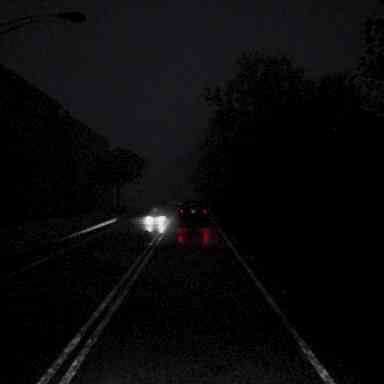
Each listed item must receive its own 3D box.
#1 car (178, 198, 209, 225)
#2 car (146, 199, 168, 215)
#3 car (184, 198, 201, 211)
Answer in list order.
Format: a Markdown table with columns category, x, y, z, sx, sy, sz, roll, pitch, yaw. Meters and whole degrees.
| category | x | y | z | sx | sy | sz | roll | pitch | yaw |
| --- | --- | --- | --- | --- | --- | --- | --- | --- | --- |
| car | 0.084 | 1.315 | 24.090 | 2.097 | 1.767 | 4.553 | 0 | 0 | 0 |
| car | -3.369 | 1.439 | 32.651 | 2.128 | 1.511 | 4.902 | 0 | 0 | 0 |
| car | 0.072 | 1.481 | 41.483 | 2.033 | 1.411 | 5.357 | 0 | 0 | 0 |
